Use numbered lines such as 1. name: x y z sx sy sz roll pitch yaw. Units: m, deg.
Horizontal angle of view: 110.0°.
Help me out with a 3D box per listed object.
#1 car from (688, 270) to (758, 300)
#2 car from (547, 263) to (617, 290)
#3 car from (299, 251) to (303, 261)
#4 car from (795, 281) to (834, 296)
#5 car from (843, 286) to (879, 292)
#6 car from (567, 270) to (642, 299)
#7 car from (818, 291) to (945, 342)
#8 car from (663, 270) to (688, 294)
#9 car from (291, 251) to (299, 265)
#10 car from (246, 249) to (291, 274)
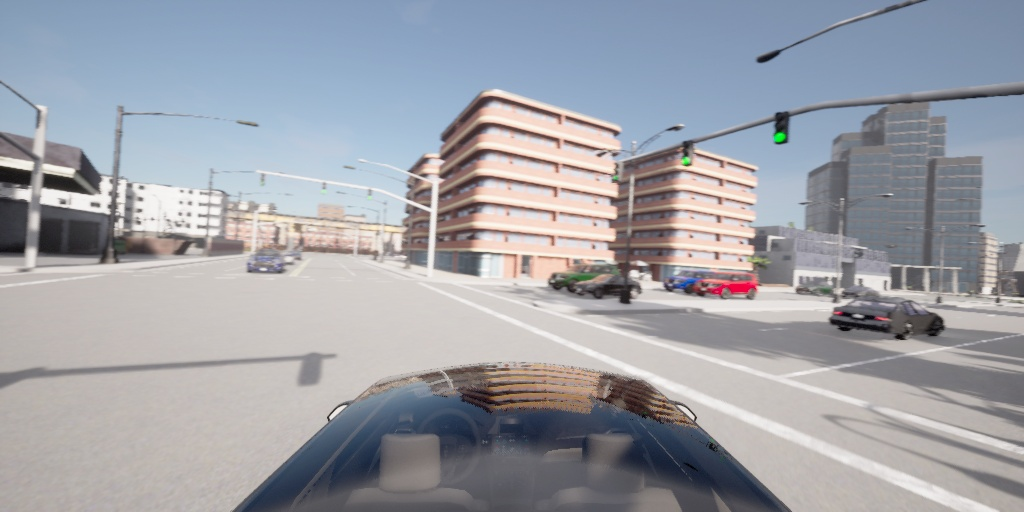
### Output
1. car: 16.715 2.268 27.908 5.566 2.045 2.150 3 -1 -27
2. car: 5.274 1.557 25.964 5.566 2.045 2.150 4 -1 -27
3. car: -31.936 -0.078 52.720 2.033 1.411 5.357 4 -1 -28
4. car: 34.517 3.624 40.904 4.553 1.767 2.097 4 -1 -27
5. car: 37.313 3.963 38.399 5.357 1.411 2.033 4 -1 -27
6. car: 6.081 1.872 22.439 4.674 1.442 1.812 4 -1 -27
7. car: 14.255 2.289 13.606 5.357 1.411 2.033 4 -1 -27
8. car: 15.784 2.255 31.357 5.566 2.045 2.150 4 -1 -27
9. car: -24.320 0.278 38.251 1.895 1.301 4.718 4 -1 -28
10. car: -17.946 0.285 26.408 2.097 1.767 4.553 4 -1 -28
